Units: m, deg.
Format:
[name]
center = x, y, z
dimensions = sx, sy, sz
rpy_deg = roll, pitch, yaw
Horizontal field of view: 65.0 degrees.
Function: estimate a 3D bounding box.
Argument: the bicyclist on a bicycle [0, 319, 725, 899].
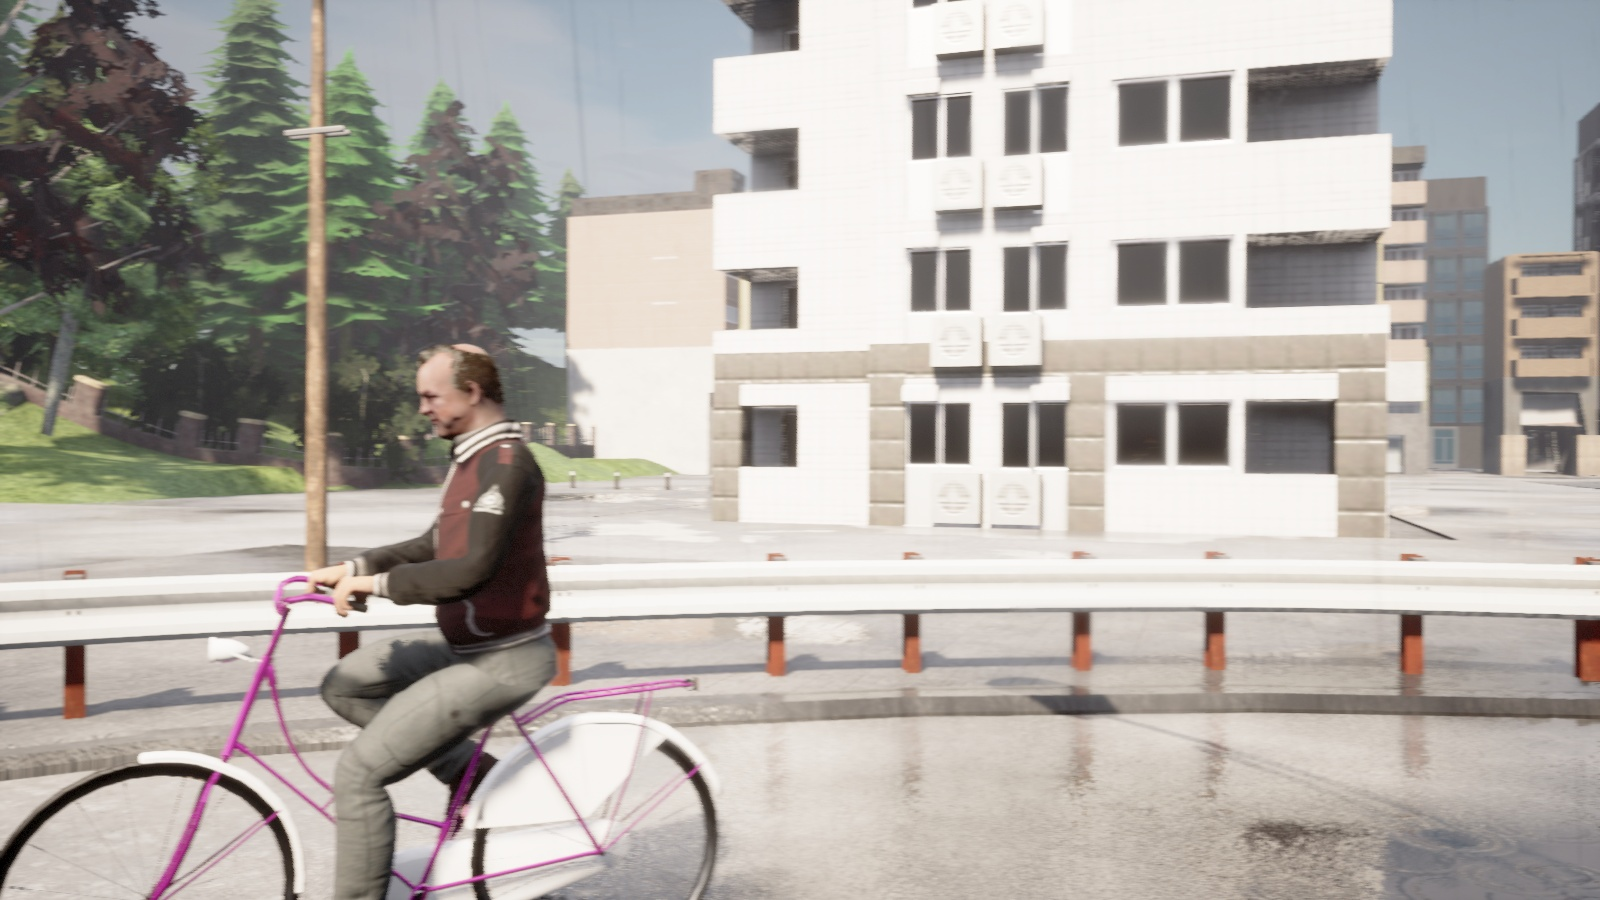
[bicyclist on a bicycle]
center = -1.187, 0.604, 3.268
dimensions = 1.843, 1.776, 0.659
rpy_deg = 0, 1, -22
